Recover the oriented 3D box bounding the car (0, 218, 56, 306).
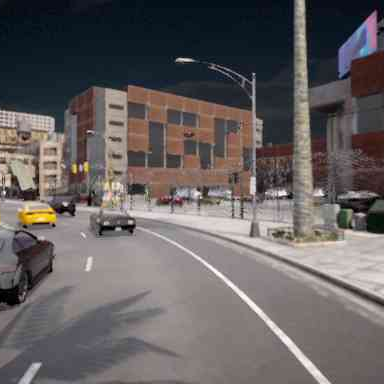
[{"bbox_3d":[-4.597,1.575,7.898,1.994,1.385,4.181,0,0,-11],"label":"car"}]

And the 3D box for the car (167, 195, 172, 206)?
[{"bbox_3d":[-3.264,1.170,49.096,2.185,1.767,4.553,0,0,-39],"label":"car"}]

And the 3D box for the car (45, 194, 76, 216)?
[{"bbox_3d":[-12.693,1.232,31.295,2.150,2.045,5.566,0,0,-37],"label":"car"}]

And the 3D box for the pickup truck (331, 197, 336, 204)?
[{"bbox_3d":[13.733,0.949,27.314,6.274,2.098,2.390,0,0,-39],"label":"pickup truck"}]

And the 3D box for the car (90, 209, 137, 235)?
[{"bbox_3d":[-4.606,1.588,18.852,1.895,1.301,4.718,0,0,-24],"label":"car"}]

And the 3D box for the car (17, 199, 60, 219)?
[{"bbox_3d":[-10.483,1.494,22.318,1.882,1.535,5.008,0,0,-32],"label":"car"}]
